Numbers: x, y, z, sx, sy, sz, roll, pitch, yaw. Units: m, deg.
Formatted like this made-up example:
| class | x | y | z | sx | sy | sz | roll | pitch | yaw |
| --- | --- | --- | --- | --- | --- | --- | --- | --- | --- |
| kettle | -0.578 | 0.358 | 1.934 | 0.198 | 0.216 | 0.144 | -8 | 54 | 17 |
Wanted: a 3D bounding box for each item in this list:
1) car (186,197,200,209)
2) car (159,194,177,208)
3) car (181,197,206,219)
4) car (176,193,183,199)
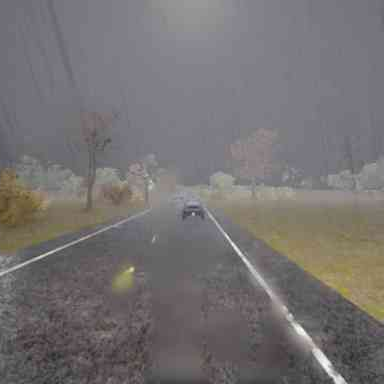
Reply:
| class | x | y | z | sx | sy | sz | roll | pitch | yaw |
| --- | --- | --- | --- | --- | --- | --- | --- | --- | --- |
| car | 0.117 | 1.503 | 45.659 | 1.837 | 1.490 | 4.892 | 0 | 0 | 0 |
| car | -3.565 | 1.501 | 47.773 | 1.837 | 1.490 | 4.892 | 0 | 0 | 0 |
| car | 0.111 | 1.507 | 29.106 | 1.837 | 1.490 | 4.892 | 0 | 0 | 0 |
| car | -3.472 | 1.201 | 87.888 | 2.150 | 2.045 | 5.566 | 0 | 0 | 0 |
